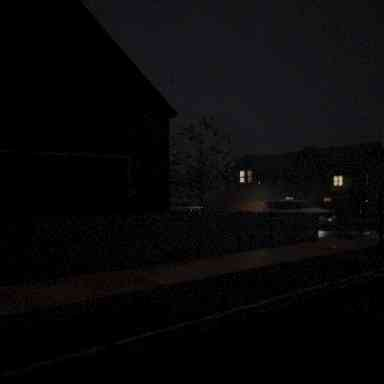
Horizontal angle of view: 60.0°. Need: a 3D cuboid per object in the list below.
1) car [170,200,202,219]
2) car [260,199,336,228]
[{"bbox_3d":[-0.783,1.879,35.524,2.150,2.045,5.566,-1,-1,-36],"label":"car"},{"bbox_3d":[7.434,1.542,24.025,2.150,2.045,5.566,-1,-1,-36],"label":"car"}]
